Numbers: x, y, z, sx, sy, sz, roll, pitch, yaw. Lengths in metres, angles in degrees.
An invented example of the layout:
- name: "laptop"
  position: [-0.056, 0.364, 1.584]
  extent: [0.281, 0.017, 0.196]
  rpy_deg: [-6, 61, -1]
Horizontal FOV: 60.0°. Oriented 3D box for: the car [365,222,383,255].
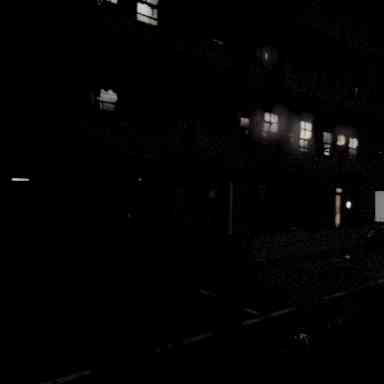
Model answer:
- name: "car"
  position: [8.247, 1.533, 12.430]
  extent: [4.097, 1.590, 1.967]
  rpy_deg: [0, 1, -36]
